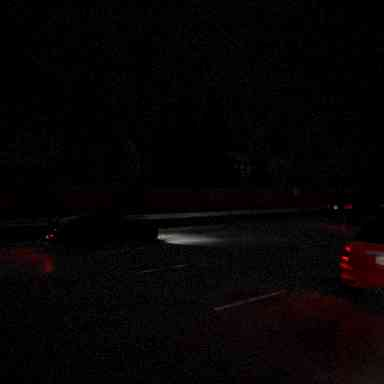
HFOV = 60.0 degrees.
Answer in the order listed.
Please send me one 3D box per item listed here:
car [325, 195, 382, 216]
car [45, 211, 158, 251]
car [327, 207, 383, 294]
[{"bbox_3d":[12.683,1.223,25.926,5.566,2.045,2.150,0,0,-36],"label":"car"},{"bbox_3d":[-3.668,1.526,14.060,4.674,1.442,1.812,0,0,-36],"label":"car"},{"bbox_3d":[5.431,1.353,7.686,4.553,1.767,2.097,0,0,-36],"label":"car"}]
